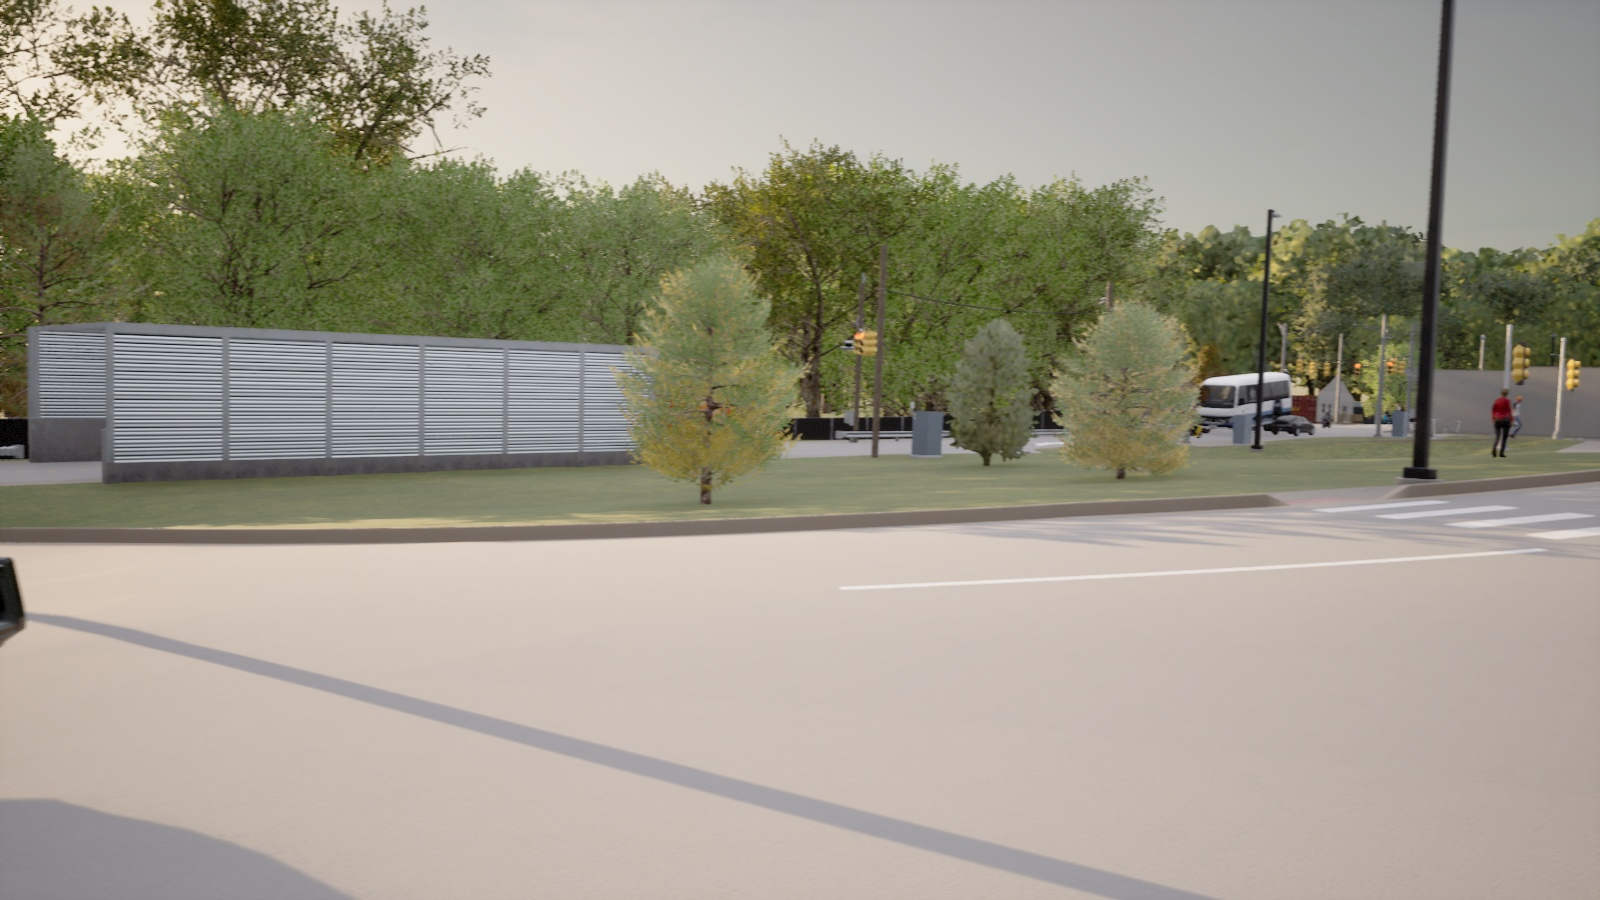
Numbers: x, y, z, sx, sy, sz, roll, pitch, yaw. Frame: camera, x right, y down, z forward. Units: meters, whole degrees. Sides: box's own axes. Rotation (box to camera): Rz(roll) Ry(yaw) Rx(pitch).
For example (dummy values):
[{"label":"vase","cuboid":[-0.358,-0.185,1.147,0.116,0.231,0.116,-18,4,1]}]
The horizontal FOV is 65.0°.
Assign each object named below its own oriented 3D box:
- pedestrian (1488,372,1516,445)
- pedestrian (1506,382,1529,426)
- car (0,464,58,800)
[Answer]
[{"label":"pedestrian","cuboid":[17.932,-1.047,32.065,0.636,1.846,0.331,0,3,-38]},{"label":"pedestrian","cuboid":[29.676,-1.902,51.935,0.706,1.836,0.354,3,3,44]},{"label":"car","cuboid":[-5.394,0.832,4.080,4.718,1.301,1.895,-3,2,-12]}]
